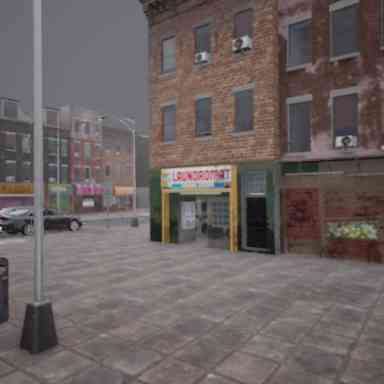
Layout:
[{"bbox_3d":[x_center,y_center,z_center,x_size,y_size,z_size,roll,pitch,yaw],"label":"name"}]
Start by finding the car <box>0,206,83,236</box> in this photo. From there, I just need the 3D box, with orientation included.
[{"bbox_3d":[-8.853,1.708,19.862,1.837,1.490,4.892,-1,-1,35],"label":"car"}]
